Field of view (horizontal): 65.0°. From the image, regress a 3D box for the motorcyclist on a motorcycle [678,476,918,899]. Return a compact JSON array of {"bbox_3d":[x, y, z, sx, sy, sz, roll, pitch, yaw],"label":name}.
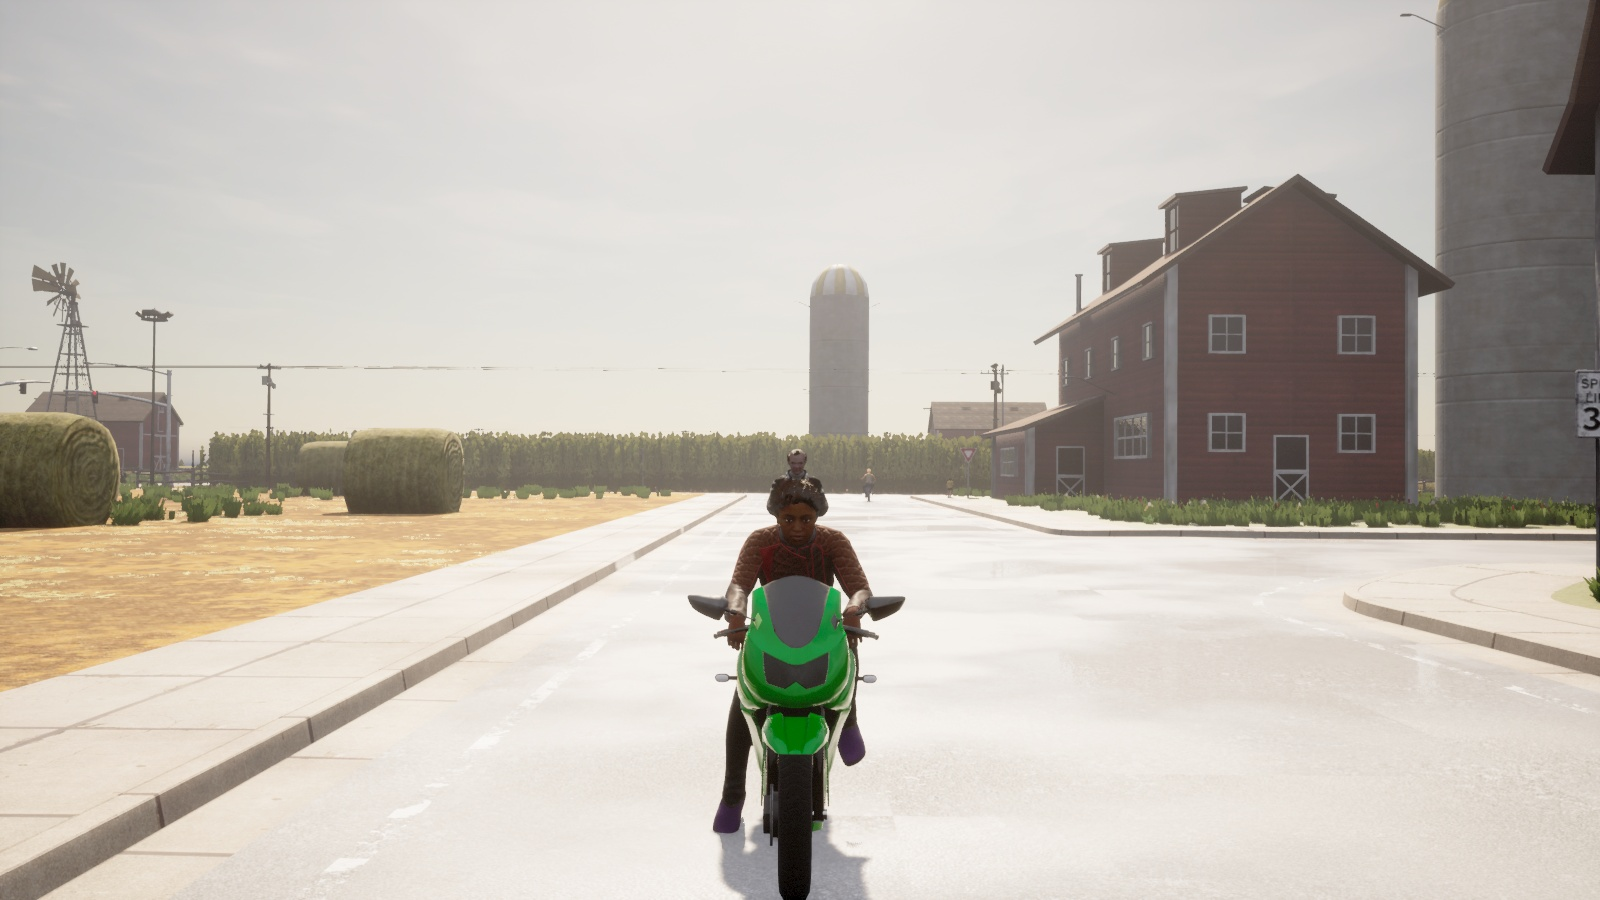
[{"bbox_3d":[-0.009,0.878,5.209,0.797,1.523,2.044,0,-1,0],"label":"motorcyclist on a motorcycle"}]
